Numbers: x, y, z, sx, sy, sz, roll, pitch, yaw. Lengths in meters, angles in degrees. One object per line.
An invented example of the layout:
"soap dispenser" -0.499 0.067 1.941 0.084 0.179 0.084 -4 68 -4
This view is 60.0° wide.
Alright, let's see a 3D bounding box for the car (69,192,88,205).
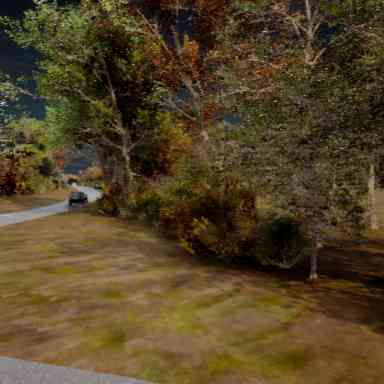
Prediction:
"car" -17.798 0.954 52.163 2.150 2.045 5.566 -2 2 -9
